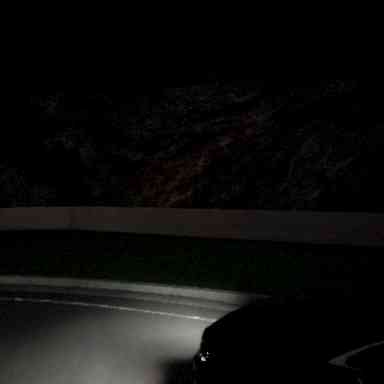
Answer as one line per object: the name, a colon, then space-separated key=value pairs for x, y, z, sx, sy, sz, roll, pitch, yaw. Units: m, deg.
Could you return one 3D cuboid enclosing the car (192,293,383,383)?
car: x=2.238 y=1.429 z=2.326 sx=4.892 sy=1.490 sz=1.837 roll=0 pitch=0 yaw=37
